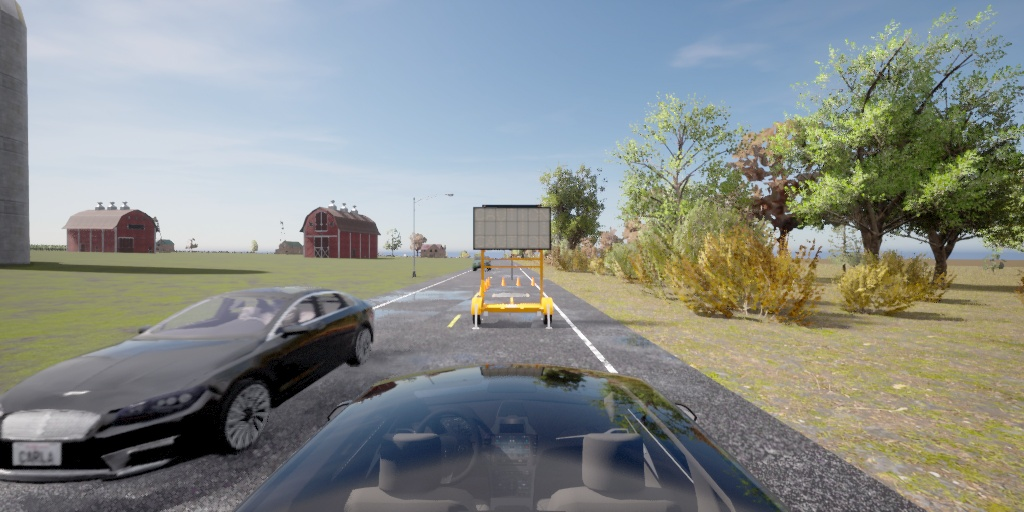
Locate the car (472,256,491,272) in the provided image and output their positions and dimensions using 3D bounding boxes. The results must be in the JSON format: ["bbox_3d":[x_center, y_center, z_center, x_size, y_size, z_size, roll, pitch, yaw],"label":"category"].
[{"bbox_3d":[-3.977,0.968,47.377,2.150,2.045,5.566,0,0,-1],"label":"car"}]

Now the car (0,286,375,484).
[{"bbox_3d":[-3.608,1.241,5.171,2.128,1.511,4.902,0,0,0],"label":"car"}]

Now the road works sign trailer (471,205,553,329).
[{"bbox_3d":[0.000,0.213,11.192,2.380,3.560,2.880,0,0,0],"label":"road works sign trailer"}]
